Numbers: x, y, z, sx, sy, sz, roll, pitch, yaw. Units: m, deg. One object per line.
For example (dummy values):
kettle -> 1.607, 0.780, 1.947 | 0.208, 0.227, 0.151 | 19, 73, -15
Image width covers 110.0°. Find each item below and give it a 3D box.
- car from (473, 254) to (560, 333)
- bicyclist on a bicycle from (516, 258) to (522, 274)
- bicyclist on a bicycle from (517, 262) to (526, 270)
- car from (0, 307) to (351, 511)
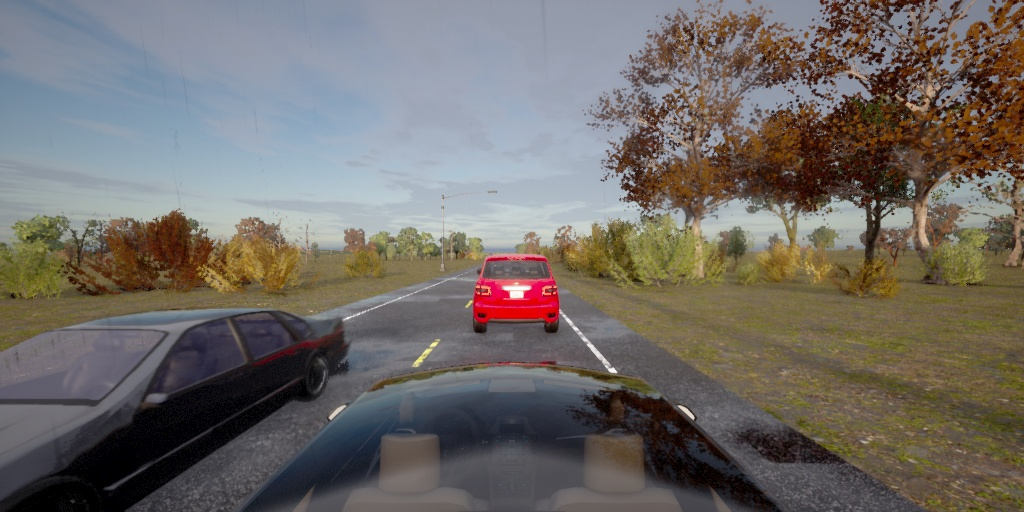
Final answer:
car -> 0.084, 0.967, 10.842 | 2.150, 2.045, 5.566 | 0, 0, -1
bicyclist on a bicycle -> 0.807, 1.103, 40.034 | 0.659, 1.776, 1.843 | 0, 0, 0
bicyclist on a bicycle -> 0.876, 1.107, 30.021 | 0.659, 1.776, 1.843 | 0, 0, 0
car -> -3.597, 1.296, 3.684 | 2.033, 1.411, 5.357 | 0, 0, 0
